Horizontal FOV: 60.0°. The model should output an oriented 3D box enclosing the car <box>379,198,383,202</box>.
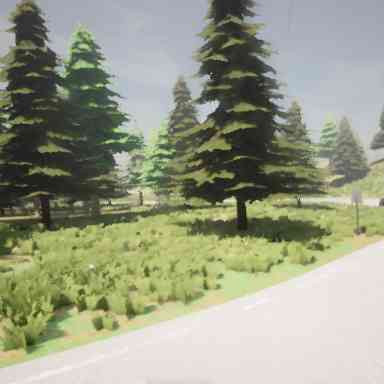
[{"bbox_3d":[21.996,1.032,35.646,1.994,1.385,4.181,-4,3,-1],"label":"car"}]
